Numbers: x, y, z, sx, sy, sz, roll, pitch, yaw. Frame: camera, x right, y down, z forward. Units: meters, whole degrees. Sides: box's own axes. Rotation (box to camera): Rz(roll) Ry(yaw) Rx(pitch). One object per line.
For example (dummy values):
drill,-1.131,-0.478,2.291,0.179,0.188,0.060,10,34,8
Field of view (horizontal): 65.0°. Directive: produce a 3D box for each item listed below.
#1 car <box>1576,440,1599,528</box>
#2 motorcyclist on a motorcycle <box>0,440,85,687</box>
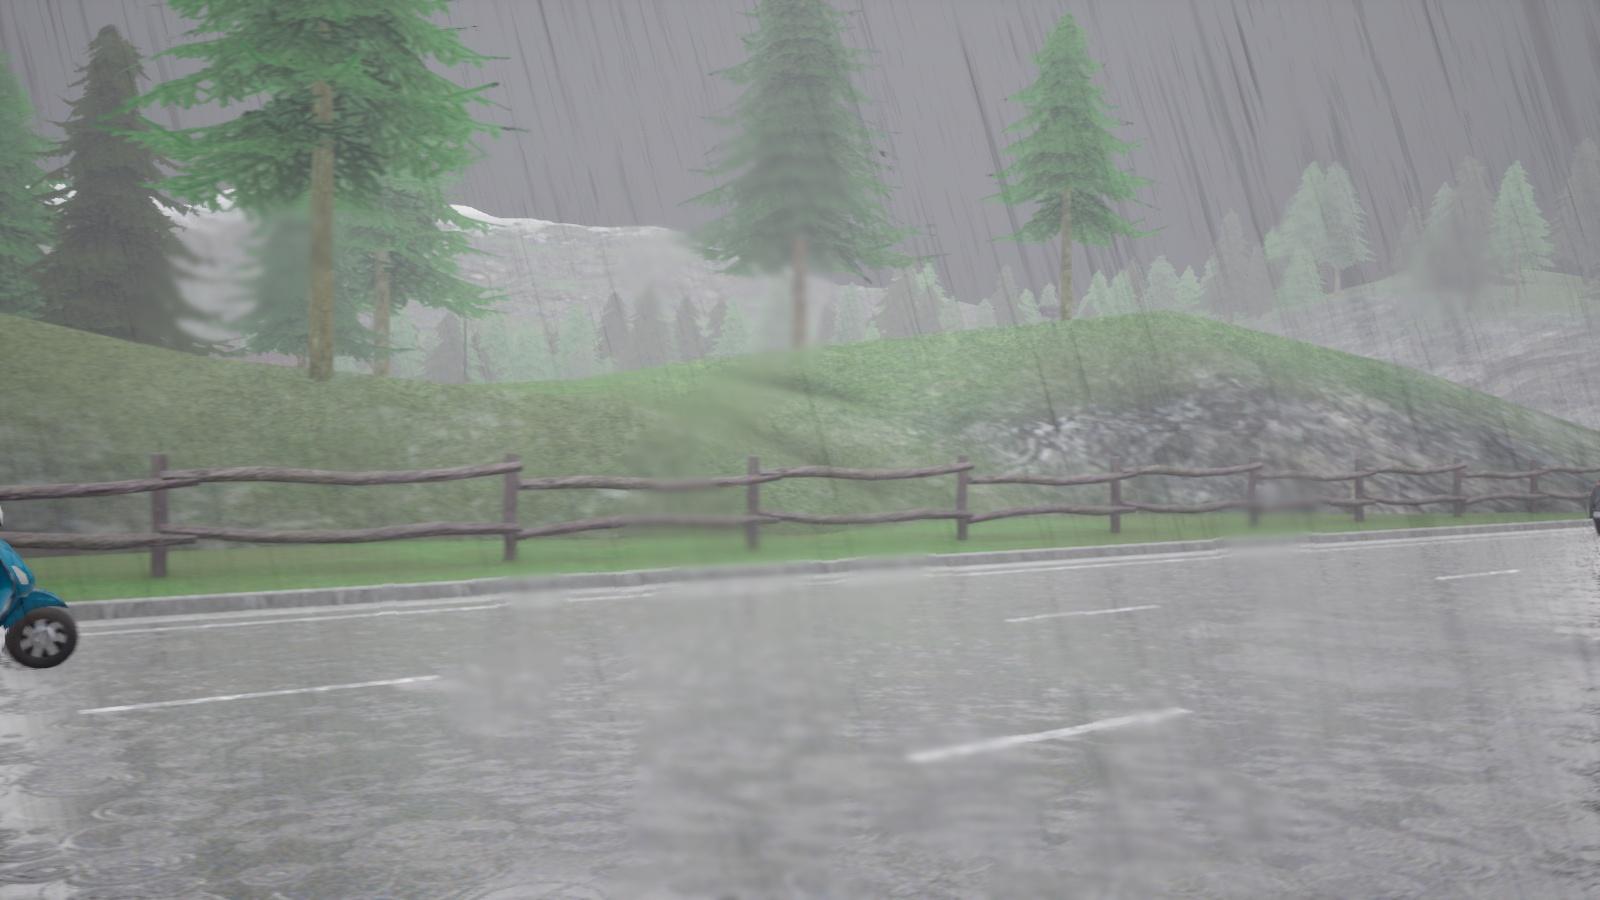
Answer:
car,17.306,0.638,24.232,5.027,1.651,2.152,0,0,-35
motorcyclist on a motorcycle,-5.750,0.730,8.185,1.817,1.590,0.866,0,0,-35
